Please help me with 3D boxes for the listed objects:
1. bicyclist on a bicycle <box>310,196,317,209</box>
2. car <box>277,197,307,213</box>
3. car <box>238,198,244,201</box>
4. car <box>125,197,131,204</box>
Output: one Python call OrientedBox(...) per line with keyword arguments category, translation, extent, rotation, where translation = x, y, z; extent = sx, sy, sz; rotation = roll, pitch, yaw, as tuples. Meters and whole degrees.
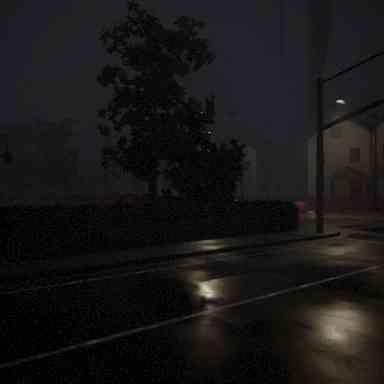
OrientedBox(category="bicyclist on a bicycle", translation=(15.200, 1.300, 41.376), extent=(1.656, 1.620, 0.582), rotation=(0, 0, -35))
OrientedBox(category="car", translation=(10.063, 1.349, 36.010), extent=(2.097, 1.767, 4.553), rotation=(0, 0, -35))
OrientedBox(category="car", translation=(3.967, 1.218, 38.248), extent=(2.150, 2.045, 5.566), rotation=(0, 0, -35))
OrientedBox(category="car", translation=(-10.014, 1.545, 58.246), extent=(2.033, 1.411, 5.357), rotation=(0, 0, -35))
